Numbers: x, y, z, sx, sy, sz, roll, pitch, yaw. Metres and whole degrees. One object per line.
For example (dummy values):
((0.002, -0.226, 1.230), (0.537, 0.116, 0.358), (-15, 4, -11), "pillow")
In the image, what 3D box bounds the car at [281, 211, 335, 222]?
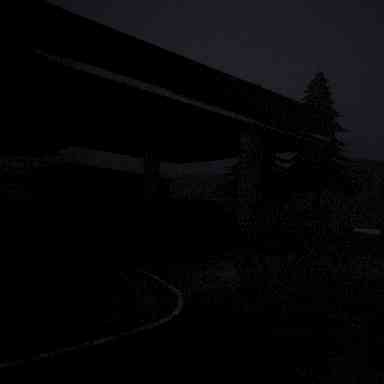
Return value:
((10.610, 2.408, 30.415), (1.895, 1.301, 4.718), (2, -1, -37), "car")

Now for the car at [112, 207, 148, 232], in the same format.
((-4.983, 1.883, 23.523), (2.242, 1.667, 4.611), (2, -1, -37), "car")

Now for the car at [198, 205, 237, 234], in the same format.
((2.151, 1.854, 23.493), (1.905, 1.878, 3.866), (2, -1, -37), "car")
